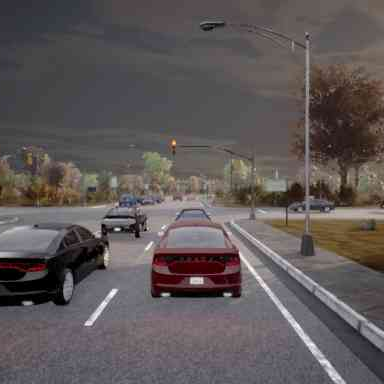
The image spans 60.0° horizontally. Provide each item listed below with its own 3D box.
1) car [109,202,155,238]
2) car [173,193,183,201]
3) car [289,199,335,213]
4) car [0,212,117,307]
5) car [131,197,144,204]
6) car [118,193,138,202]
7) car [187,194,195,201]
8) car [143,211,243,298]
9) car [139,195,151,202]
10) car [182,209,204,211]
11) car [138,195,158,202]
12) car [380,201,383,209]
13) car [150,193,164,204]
[{"bbox_3d":[-3.432,1.491,17.592,2.128,1.511,4.902,0,0,-1],"label":"car"},{"bbox_3d":[-3.697,1.217,85.409,2.150,2.045,5.566,0,0,0],"label":"car"},{"bbox_3d":[13.295,1.505,36.965,4.892,1.490,1.837,0,0,3],"label":"car"},{"bbox_3d":[-3.416,1.478,8.106,1.882,1.535,5.008,0,0,0],"label":"car"},{"bbox_3d":[-10.681,1.601,65.588,1.895,1.301,4.718,0,0,0],"label":"car"},{"bbox_3d":[-10.681,1.221,55.820,2.150,2.045,5.566,0,0,2],"label":"car"},{"bbox_3d":[-0.198,1.348,85.774,2.097,1.767,4.553,0,0,0],"label":"car"},{"bbox_3d":[0.082,1.478,8.580,1.882,1.535,5.008,0,0,0],"label":"car"},{"bbox_3d":[-10.679,1.500,75.869,1.837,1.490,4.892,0,0,0],"label":"car"},{"bbox_3d":[0.062,1.564,17.569,1.994,1.385,4.181,0,0,0],"label":"car"},{"bbox_3d":[-7.219,1.564,55.123,1.994,1.385,4.181,0,0,-1],"label":"car"},{"bbox_3d":[23.783,1.211,36.426,5.566,2.045,2.150,0,0,2],"label":"car"},{"bbox_3d":[-7.192,1.221,64.515,2.150,2.045,5.566,0,0,1],"label":"car"}]
